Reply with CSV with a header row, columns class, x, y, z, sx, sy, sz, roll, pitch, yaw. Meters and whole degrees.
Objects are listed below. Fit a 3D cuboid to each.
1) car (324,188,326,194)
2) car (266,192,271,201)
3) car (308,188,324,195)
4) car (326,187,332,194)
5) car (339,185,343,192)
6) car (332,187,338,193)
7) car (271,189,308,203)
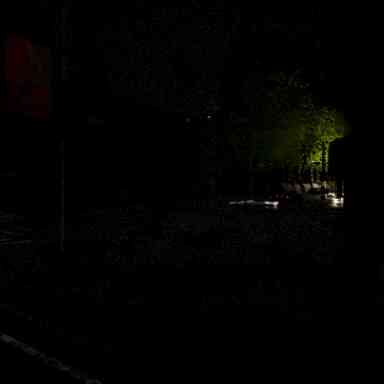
class,x,y,z,sx,sy,sz,roll,pitch,yaw
car,25.822,-0.221,69.332,1.752,1.417,4.829,2,3,36
car,11.556,0.400,44.935,2.128,1.511,4.902,1,2,36
car,24.694,-0.152,67.713,2.008,1.369,4.403,2,3,36
car,28.864,-0.307,73.501,2.008,1.369,4.403,2,3,36
car,38.367,-0.618,86.803,1.802,1.307,4.206,2,2,36
car,32.032,-0.408,77.935,1.947,1.339,4.313,2,3,36
car,12.030,0.553,40.879,2.033,1.411,5.357,1,2,36
